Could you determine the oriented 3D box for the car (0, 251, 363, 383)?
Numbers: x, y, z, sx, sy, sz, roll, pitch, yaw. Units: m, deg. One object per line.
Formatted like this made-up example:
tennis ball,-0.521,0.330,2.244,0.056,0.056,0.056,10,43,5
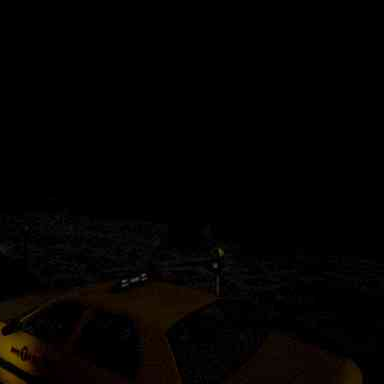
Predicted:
car,-0.822,1.525,3.552,4.829,1.417,1.752,0,0,36
